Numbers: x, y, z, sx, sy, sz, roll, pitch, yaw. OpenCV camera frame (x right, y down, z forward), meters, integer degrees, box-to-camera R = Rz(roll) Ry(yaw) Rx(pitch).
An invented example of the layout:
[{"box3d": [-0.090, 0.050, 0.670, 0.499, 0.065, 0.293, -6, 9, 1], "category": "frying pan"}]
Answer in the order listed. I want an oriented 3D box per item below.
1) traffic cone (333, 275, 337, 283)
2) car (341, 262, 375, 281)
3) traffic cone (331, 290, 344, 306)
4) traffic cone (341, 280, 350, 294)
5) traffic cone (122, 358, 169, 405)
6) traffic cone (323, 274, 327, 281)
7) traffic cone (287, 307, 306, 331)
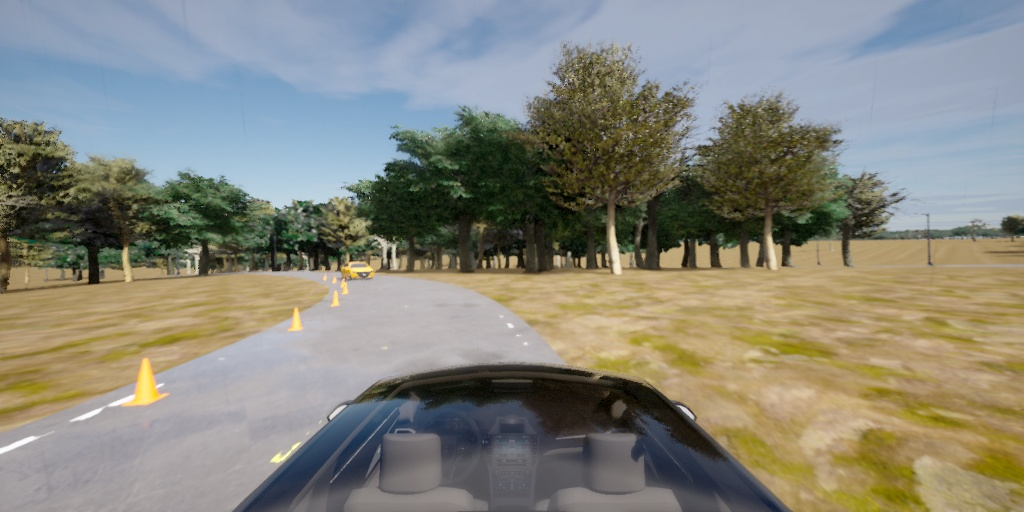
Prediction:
[{"box3d": [-13.302, 1.749, 26.931, 0.340, 0.580, 0.340, 0, 0, -34], "category": "traffic cone"}, {"box3d": [-13.299, 1.260, 30.814, 1.882, 1.535, 5.008, -2, 0, -36], "category": "car"}, {"box3d": [-6.997, 1.666, 14.251, 0.340, 0.580, 0.340, 0, 0, -18], "category": "traffic cone"}, {"box3d": [-8.648, 1.669, 18.670, 0.340, 0.580, 0.340, 0, 0, -24], "category": "traffic cone"}, {"box3d": [-5.116, 1.723, 5.020, 0.340, 0.580, 0.340, 0, 0, -6], "category": "traffic cone"}, {"box3d": [-16.127, 1.818, 30.977, 0.340, 0.580, 0.340, 0, 0, -36], "category": "traffic cone"}, {"box3d": [-5.815, 1.687, 9.684, 0.340, 0.580, 0.340, 0, 0, -12], "category": "traffic cone"}]
